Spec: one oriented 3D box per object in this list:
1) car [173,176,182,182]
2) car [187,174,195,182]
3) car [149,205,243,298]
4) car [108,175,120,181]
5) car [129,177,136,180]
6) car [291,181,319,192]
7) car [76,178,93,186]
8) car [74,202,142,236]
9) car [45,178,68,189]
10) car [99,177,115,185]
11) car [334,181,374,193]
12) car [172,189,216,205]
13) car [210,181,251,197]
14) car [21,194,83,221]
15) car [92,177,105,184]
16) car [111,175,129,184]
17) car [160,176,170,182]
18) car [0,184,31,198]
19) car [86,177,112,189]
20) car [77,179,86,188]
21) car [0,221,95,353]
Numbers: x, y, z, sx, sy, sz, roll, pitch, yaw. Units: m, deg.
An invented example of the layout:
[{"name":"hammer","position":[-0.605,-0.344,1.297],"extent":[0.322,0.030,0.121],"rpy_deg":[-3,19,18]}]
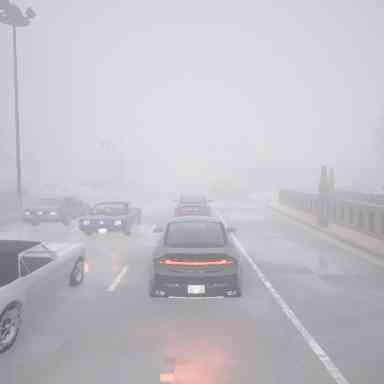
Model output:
[{"name":"car","position":[-3.898,-3.432,88.402],"extent":[1.812,1.442,4.674],"rpy_deg":[0,3,0]},{"name":"car","position":[-0.404,-3.506,89.684],"extent":[2.128,1.511,4.902],"rpy_deg":[0,3,0]},{"name":"car","position":[0.071,1.338,8.142],"extent":[1.837,1.490,4.892],"rpy_deg":[0,2,0]},{"name":"car","position":[-21.412,-3.844,91.310],"extent":[2.128,1.511,4.902],"rpy_deg":[0,3,0]},{"name":"car","position":[-14.358,-2.952,79.758],"extent":[1.882,1.535,5.008],"rpy_deg":[0,3,0]},{"name":"car","position":[15.023,-0.644,42.390],"extent":[4.674,1.442,1.812],"rpy_deg":[0,3,2]},{"name":"car","position":[-21.294,-2.008,66.154],"extent":[1.895,1.301,4.718],"rpy_deg":[0,3,0]},{"name":"car","position":[-3.456,1.078,15.051],"extent":[1.895,1.301,4.718],"rpy_deg":[0,3,0]},{"name":"car","position":[-21.316,-1.417,52.327],"extent":[2.097,1.767,4.553],"rpy_deg":[0,3,0]},{"name":"car","position":[-17.811,-2.299,69.757],"extent":[2.128,1.511,4.902],"rpy_deg":[0,3,0]},{"name":"car","position":[18.466,-0.474,38.781],"extent":[5.008,1.535,1.882],"rpy_deg":[0,3,2]},{"name":"car","position":[0.036,0.838,17.521],"extent":[1.837,1.490,4.892],"rpy_deg":[0,3,-1]},{"name":"car","position":[4.126,-0.436,36.091],"extent":[4.553,1.767,2.097],"rpy_deg":[1,3,10]},{"name":"car","position":[-6.968,0.868,17.683],"extent":[2.033,1.411,5.357],"rpy_deg":[0,3,0]},{"name":"car","position":[-21.341,-2.689,76.200],"extent":[1.812,1.442,4.674],"rpy_deg":[0,3,0]},{"name":"car","position":[-14.310,-2.294,64.636],"extent":[2.150,2.045,5.566],"rpy_deg":[0,3,0]},{"name":"car","position":[-7.398,-3.431,88.386],"extent":[1.812,1.442,4.674],"rpy_deg":[0,3,0]},{"name":"car","position":[-17.729,-0.071,32.940],"extent":[1.812,1.442,4.674],"rpy_deg":[0,3,0]},{"name":"car","position":[-14.318,-1.246,51.566],"extent":[1.882,1.535,5.008],"rpy_deg":[0,3,0]},{"name":"car","position":[-17.829,-1.484,56.945],"extent":[1.994,1.385,4.181],"rpy_deg":[0,3,0]},{"name":"car","position":[-3.421,1.506,5.925],"extent":[1.895,1.301,4.718],"rpy_deg":[0,2,0]}]
